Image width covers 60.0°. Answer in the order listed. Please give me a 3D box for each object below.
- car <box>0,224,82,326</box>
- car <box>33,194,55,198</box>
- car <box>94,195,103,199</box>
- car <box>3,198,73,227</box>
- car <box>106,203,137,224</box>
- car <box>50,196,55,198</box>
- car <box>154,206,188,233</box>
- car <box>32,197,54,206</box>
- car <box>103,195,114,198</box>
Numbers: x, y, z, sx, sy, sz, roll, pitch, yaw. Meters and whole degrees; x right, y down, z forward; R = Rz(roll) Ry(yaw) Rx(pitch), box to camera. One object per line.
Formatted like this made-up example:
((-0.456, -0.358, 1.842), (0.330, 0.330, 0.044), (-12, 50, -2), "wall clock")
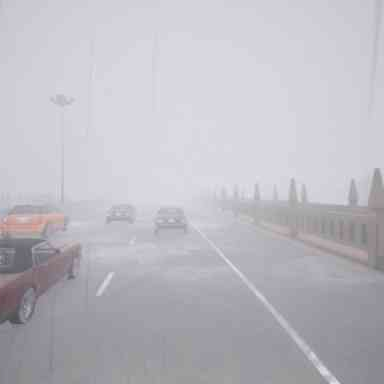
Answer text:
((-3.799, 1.616, 7.001), (1.895, 1.301, 4.718), (0, 0, -3), "car")
((-21.422, 1.306, 48.146), (2.150, 2.045, 5.566), (0, 0, -4), "car")
((-24.849, 1.493, 88.840), (1.994, 1.385, 4.181), (0, 0, -5), "car")
((-8.139, 1.384, 17.793), (2.097, 1.767, 4.553), (0, 0, -5), "car")
((-5.228, 1.568, 25.060), (2.033, 1.411, 5.357), (0, 0, -5), "car")
((-17.756, 1.635, 46.234), (1.994, 1.385, 4.181), (0, 0, -5), "car")
((-1.265, 1.553, 19.788), (2.033, 1.411, 5.357), (0, 0, -5), "car")
((-25.699, 1.604, 57.513), (1.837, 1.490, 4.892), (0, 0, -4), "car")
((-21.137, 1.547, 86.513), (1.812, 1.442, 4.674), (0, 0, -5), "car")
